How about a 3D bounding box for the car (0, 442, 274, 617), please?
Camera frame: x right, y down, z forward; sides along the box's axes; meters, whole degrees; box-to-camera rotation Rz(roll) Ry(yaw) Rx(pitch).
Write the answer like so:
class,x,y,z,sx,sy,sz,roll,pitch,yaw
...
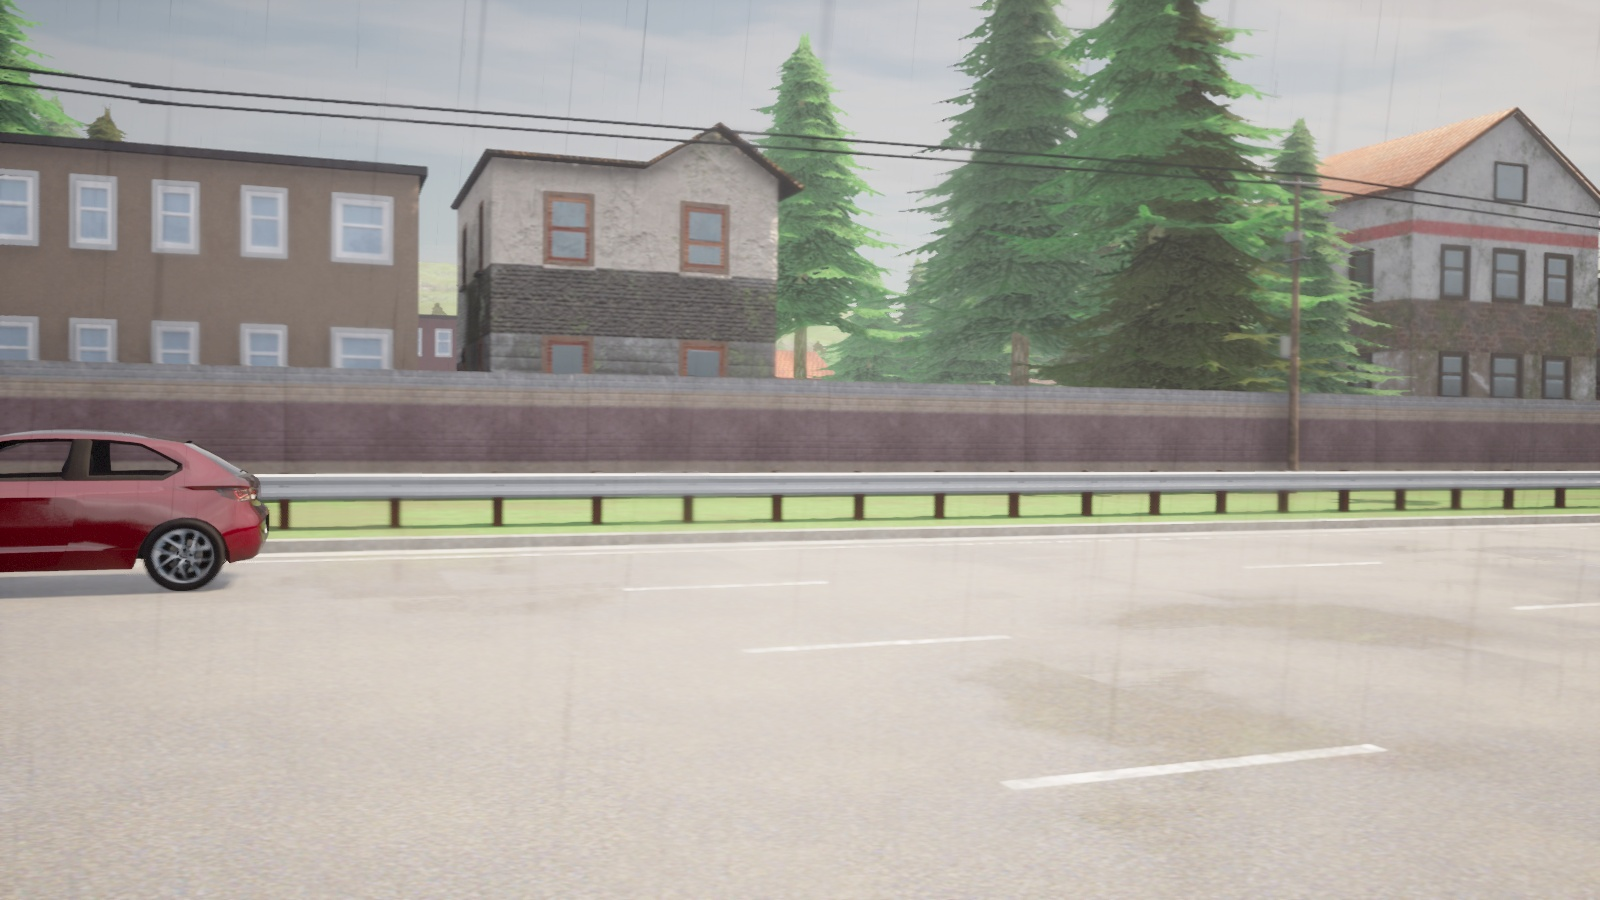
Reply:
class,x,y,z,sx,sy,sz,roll,pitch,yaw
car,-7.229,0.699,11.726,4.193,1.474,1.816,-1,1,-21
